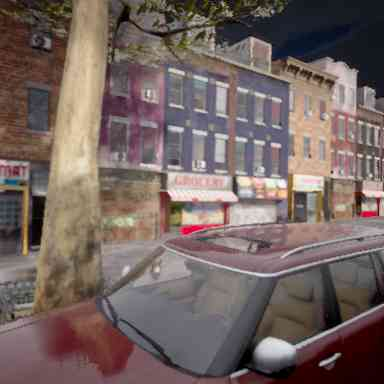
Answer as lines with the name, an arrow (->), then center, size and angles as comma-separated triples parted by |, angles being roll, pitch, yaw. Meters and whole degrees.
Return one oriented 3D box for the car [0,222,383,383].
car -> 0.511, 1.315, 3.141 | 5.009, 1.841, 2.192 | 0, 2, -35
